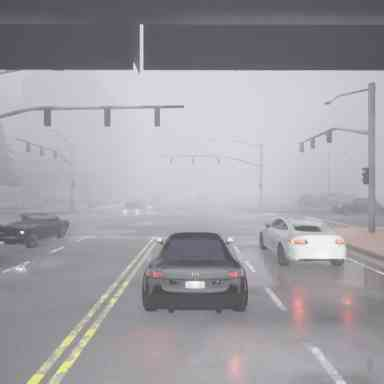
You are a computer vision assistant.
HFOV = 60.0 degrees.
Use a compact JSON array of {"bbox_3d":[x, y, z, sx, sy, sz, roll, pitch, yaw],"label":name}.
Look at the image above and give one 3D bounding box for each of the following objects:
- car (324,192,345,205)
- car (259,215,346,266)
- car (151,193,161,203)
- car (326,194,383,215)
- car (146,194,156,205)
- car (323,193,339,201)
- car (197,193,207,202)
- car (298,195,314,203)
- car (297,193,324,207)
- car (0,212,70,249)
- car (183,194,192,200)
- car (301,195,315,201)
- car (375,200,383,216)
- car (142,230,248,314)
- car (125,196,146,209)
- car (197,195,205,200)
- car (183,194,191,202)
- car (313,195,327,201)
[{"bbox_3d":[19.534,1.149,47.363,1.905,1.878,3.866,0,0,0],"label":"car"},{"bbox_3d":[3.581,1.524,11.385,1.812,1.442,4.674,0,0,0],"label":"car"},{"bbox_3d":[-8.075,1.214,72.391,2.150,2.045,5.566,0,0,0],"label":"car"},{"bbox_3d":[16.350,1.347,33.180,4.553,1.767,2.097,0,0,1],"label":"car"},{"bbox_3d":[-8.063,1.517,58.923,1.812,1.442,4.674,0,0,0],"label":"car"},{"bbox_3d":[33.485,1.141,80.025,1.932,1.855,4.605,0,0,0],"label":"car"},{"bbox_3d":[2.395,1.212,77.011,2.150,2.045,5.566,0,0,0],"label":"car"},{"bbox_3d":[22.186,1.386,64.838,1.970,1.475,3.806,0,0,0],"label":"car"},{"bbox_3d":[16.640,1.146,47.408,1.932,1.855,4.605,0,0,0],"label":"car"},{"bbox_3d":[-7.124,1.598,14.661,1.895,1.301,4.718,0,0,0],"label":"car"},{"bbox_3d":[-1.166,1.338,86.056,2.128,1.511,4.902,0,0,0],"label":"car"},{"bbox_3d":[27.907,1.383,79.958,1.970,1.475,3.806,0,0,0],"label":"car"},{"bbox_3d":[19.147,1.596,29.649,4.718,1.301,1.895,0,0,1],"label":"car"},{"bbox_3d":[0.066,1.563,7.725,1.994,1.385,4.181,0,0,0],"label":"car"},{"bbox_3d":[-7.999,1.471,46.156,1.882,1.535,5.008,0,0,0],"label":"car"},{"bbox_3d":[2.334,1.365,86.079,1.994,1.385,4.181,0,0,0],"label":"car"},{"bbox_3d":[-1.105,1.582,76.985,1.895,1.301,4.718,0,0,0],"label":"car"},{"bbox_3d":[30.802,1.352,79.966,1.784,1.438,3.905,0,0,0],"label":"car"}]
